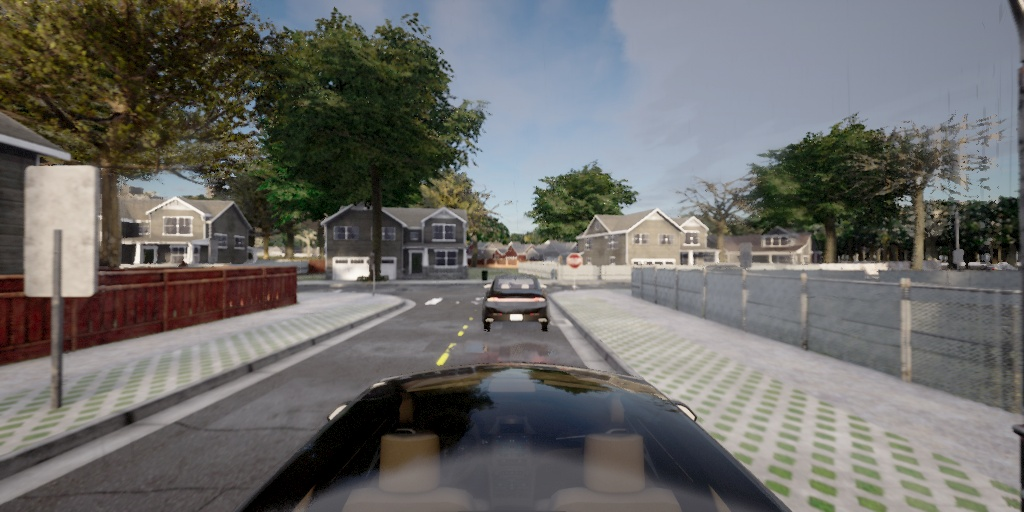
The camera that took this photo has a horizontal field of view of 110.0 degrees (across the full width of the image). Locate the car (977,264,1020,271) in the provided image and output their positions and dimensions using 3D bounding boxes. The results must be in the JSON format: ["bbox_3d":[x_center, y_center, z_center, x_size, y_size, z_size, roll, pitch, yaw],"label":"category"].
[{"bbox_3d":[49.989,1.614,36.714,5.008,1.535,1.882,1,-1,-20],"label":"car"}]

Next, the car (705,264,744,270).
[{"bbox_3d":[16.269,1.444,26.543,4.553,1.767,2.097,0,-1,-13],"label":"car"}]

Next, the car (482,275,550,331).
[{"bbox_3d":[0.108,1.346,11.404,2.128,1.511,4.902,0,-1,0],"label":"car"}]

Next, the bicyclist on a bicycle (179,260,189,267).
[{"bbox_3d":[-22.329,1.125,24.440,0.582,1.620,1.656,1,0,-12],"label":"bicyclist on a bicycle"}]
